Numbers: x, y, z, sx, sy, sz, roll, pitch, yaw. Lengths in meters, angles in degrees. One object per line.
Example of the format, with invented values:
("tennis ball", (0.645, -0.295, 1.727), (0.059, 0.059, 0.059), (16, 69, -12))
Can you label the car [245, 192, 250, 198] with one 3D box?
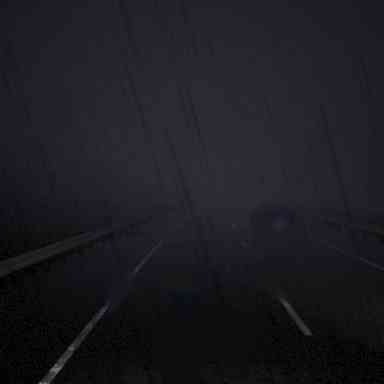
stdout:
("car", (14.208, 0.887, 87.883), (1.837, 1.490, 4.892), (0, 0, 17))

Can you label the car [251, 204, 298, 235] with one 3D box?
("car", (4.315, 1.378, 18.034), (1.882, 1.535, 5.008), (0, 0, 4))

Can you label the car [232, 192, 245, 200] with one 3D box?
("car", (10.084, 1.025, 74.023), (1.812, 1.442, 4.674), (0, 0, 15))

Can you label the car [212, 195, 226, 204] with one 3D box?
("car", (4.419, 1.194, 55.258), (1.837, 1.490, 4.892), (0, 0, 11))
